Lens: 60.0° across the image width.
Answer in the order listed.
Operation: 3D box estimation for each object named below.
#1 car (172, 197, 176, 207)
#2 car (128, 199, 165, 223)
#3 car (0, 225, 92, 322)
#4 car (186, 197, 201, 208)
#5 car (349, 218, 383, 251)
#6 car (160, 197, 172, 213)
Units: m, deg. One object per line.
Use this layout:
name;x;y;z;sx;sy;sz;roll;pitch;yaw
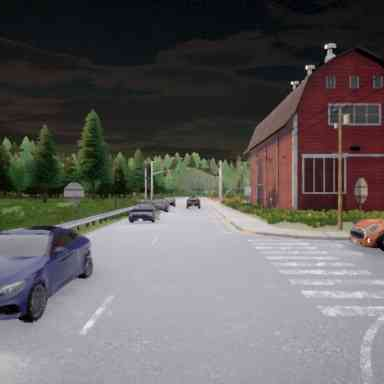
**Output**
car;-3.467;1.474;50.375;1.882;1.535;5.008;0;0;1
car;-3.546;1.546;25.485;2.033;1.411;5.357;0;0;0
car;-3.583;1.525;7.350;1.812;1.442;4.674;0;0;0
car;0.200;1.501;47.279;1.837;1.490;4.892;0;0;0
car;8.669;1.351;12.971;4.553;1.767;2.097;0;0;4
car;-3.518;1.502;36.722;1.837;1.490;4.892;0;0;0
